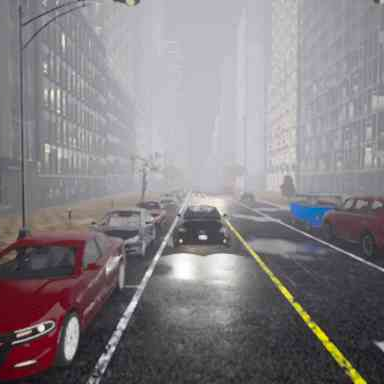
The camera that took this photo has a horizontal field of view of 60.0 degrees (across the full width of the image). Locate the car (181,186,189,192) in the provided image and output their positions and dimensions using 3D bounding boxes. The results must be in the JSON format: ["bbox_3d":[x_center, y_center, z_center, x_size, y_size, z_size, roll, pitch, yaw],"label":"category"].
[{"bbox_3d":[-1.626,-0.621,79.402,1.947,1.339,4.313,0,2,1],"label":"car"}]

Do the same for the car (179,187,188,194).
[{"bbox_3d":[-1.730,-0.344,67.868,1.752,1.417,4.829,0,2,1],"label":"car"}]

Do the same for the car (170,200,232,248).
[{"bbox_3d":[0.368,1.211,12.692,1.994,1.385,4.181,0,2,1],"label":"car"}]

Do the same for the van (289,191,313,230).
[{"bbox_3d":[6.187,0.879,16.826,1.690,1.788,3.998,-1,2,1],"label":"van"}]

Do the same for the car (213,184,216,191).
[{"bbox_3d":[6.754,-0.740,79.322,1.967,1.590,4.097,0,2,1],"label":"car"}]

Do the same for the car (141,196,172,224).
[{"bbox_3d":[-2.191,1.113,16.908,1.802,1.307,4.206,0,2,1],"label":"car"}]

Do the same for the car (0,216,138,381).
[{"bbox_3d":[-2.294,1.387,5.544,1.887,1.381,4.507,0,2,1],"label":"car"}]

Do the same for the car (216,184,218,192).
[{"bbox_3d":[6.650,-0.552,67.957,2.192,1.841,5.009,0,2,1],"label":"car"}]

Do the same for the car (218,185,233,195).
[{"bbox_3d":[6.598,-0.396,62.275,2.192,1.841,5.009,-1,2,1],"label":"car"}]

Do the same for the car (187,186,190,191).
[{"bbox_3d":[-1.832,-0.121,56.673,1.967,1.590,4.097,0,2,1],"label":"car"}]

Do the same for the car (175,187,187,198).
[{"bbox_3d":[-1.986,0.458,39.632,2.008,1.369,4.403,0,2,1],"label":"car"}]

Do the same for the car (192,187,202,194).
[{"bbox_3d":[0.975,-0.329,68.181,2.033,1.411,5.357,0,2,1],"label":"car"}]

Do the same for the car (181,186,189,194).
[{"bbox_3d":[-1.883,0.177,50.995,1.802,1.307,4.206,0,2,1],"label":"car"}]

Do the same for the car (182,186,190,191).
[{"bbox_3d":[-1.523,-0.950,90.764,2.008,1.369,4.403,0,2,1],"label":"car"}]

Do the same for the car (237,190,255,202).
[{"bbox_3d":[6.395,0.464,39.556,2.008,1.369,4.403,-1,2,1],"label":"car"}]

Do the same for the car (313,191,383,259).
[{"bbox_3d":[6.135,1.008,11.144,2.192,1.841,5.009,-1,2,1],"label":"car"}]

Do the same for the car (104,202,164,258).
[{"bbox_3d":[-2.244,1.238,11.226,2.008,1.369,4.403,0,2,1],"label":"car"}]

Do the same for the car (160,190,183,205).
[{"bbox_3d":[-2.089,0.770,28.270,2.008,1.369,4.403,0,2,1],"label":"car"}]
